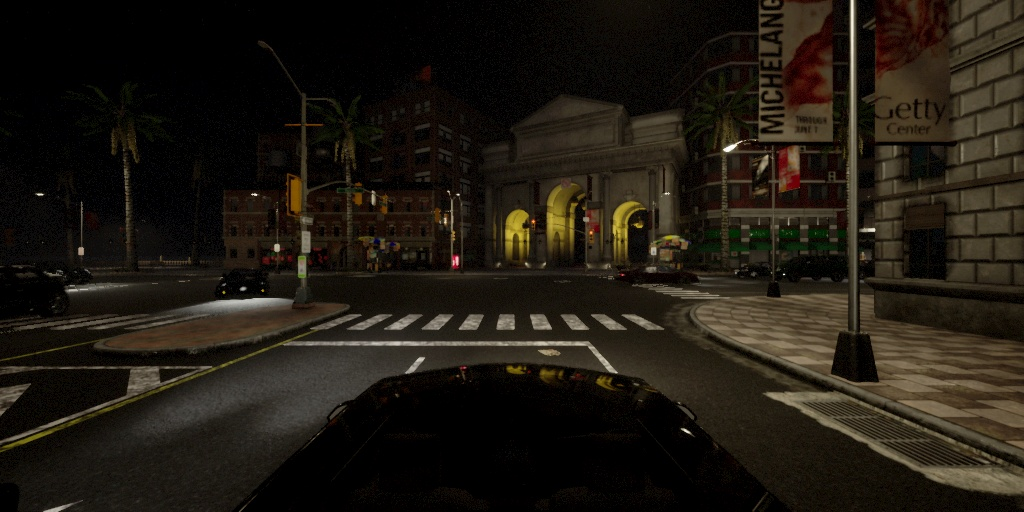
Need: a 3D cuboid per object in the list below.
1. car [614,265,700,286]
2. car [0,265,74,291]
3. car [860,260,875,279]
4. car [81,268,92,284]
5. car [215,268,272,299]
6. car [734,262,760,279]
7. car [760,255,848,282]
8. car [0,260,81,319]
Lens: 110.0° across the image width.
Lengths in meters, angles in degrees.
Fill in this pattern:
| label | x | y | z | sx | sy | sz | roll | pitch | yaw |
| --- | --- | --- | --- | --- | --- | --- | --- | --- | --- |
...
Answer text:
| label | x | y | z | sx | sy | sz | roll | pitch | yaw |
| --- | --- | --- | --- | --- | --- | --- | --- | --- | --- |
| car | 9.845 | 1.297 | 24.647 | 5.357 | 1.411 | 2.033 | 0 | 0 | 0 |
| car | -29.276 | 1.276 | 21.253 | 4.674 | 1.442 | 1.812 | 0 | 0 | 3 |
| car | 31.281 | 1.102 | 31.588 | 4.553 | 1.767 | 2.097 | 0 | 0 | 2 |
| car | -32.291 | 1.102 | 24.906 | 4.553 | 1.767 | 2.097 | 0 | 0 | 0 |
| car | -13.389 | 1.314 | 18.112 | 1.994 | 1.385 | 4.181 | 0 | 0 | -33 |
| car | 22.305 | 1.242 | 31.751 | 4.902 | 1.511 | 2.128 | 0 | 0 | 0 |
| car | 23.281 | 0.971 | 28.255 | 5.566 | 2.045 | 2.150 | 0 | 0 | 0 |
| car | -15.416 | 1.102 | 9.832 | 2.097 | 1.767 | 4.553 | 0 | 0 | -12 |
